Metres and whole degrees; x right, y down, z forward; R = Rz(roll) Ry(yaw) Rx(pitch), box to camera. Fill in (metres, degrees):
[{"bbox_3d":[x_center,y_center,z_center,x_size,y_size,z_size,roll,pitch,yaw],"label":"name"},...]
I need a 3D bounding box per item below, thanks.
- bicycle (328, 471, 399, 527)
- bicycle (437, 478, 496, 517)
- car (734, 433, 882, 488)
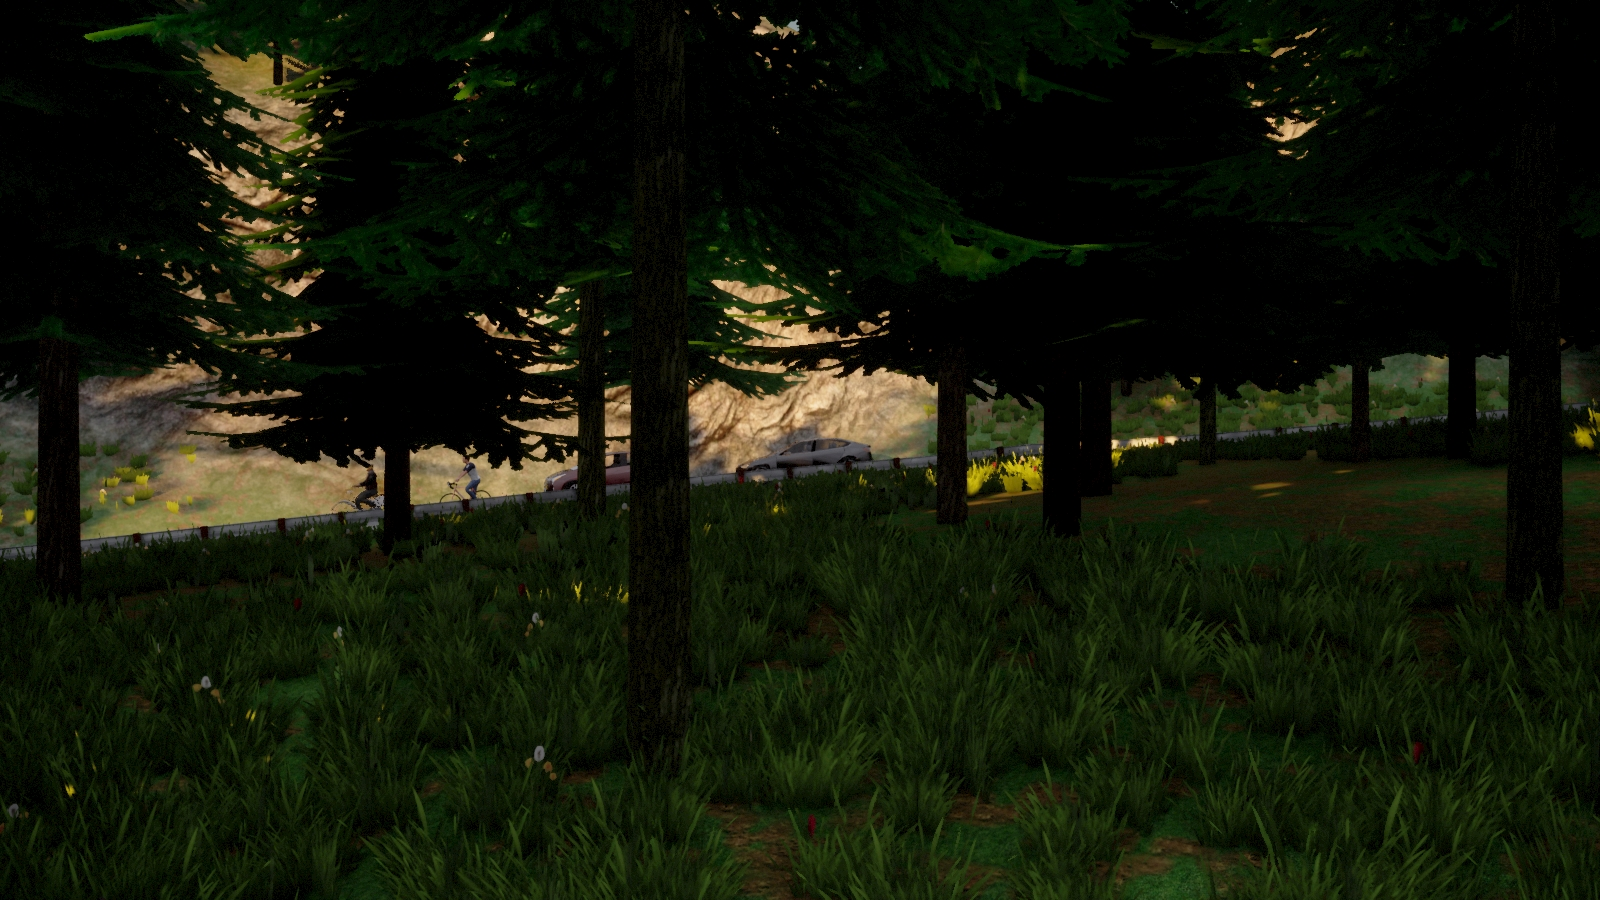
[{"bbox_3d":[-12.977,1.436,33.990,1.835,1.471,0.329,-5,3,-29],"label":"bicycle"},{"bbox_3d":[-10.252,1.440,35.170,1.643,1.024,0.373,-5,3,-36],"label":"bicycle"},{"bbox_3d":[0.231,0.348,39.656,4.792,1.488,2.163,-4,1,-7],"label":"car"}]
